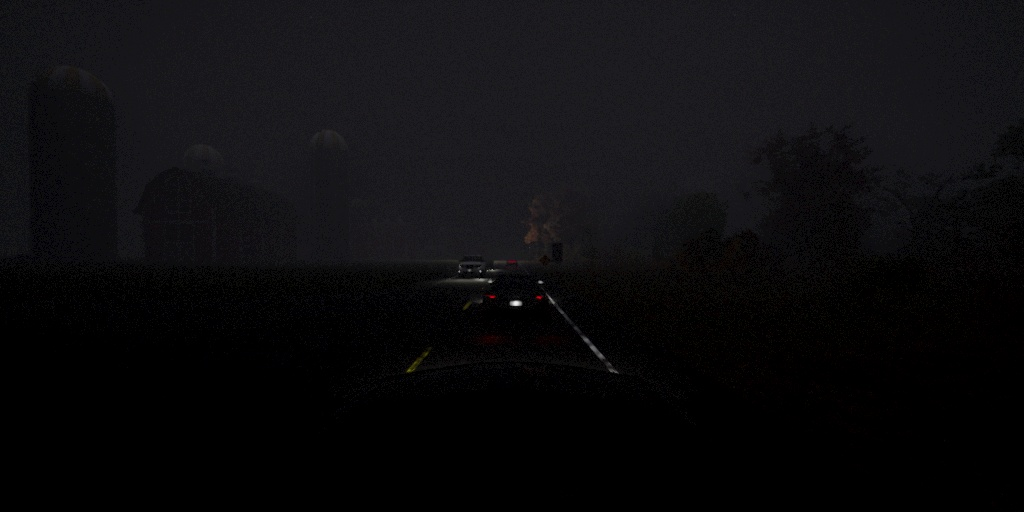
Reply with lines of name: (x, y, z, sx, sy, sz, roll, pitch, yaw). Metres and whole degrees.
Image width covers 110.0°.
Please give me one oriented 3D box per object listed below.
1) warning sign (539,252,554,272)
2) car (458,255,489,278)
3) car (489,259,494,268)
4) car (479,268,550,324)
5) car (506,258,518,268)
warning sign: (3.554, 0.762, 38.679, 1.300, 1.860, 1.060, 0, 0, 0)
car: (-3.592, 0.888, 33.061, 2.150, 2.045, 5.566, 0, 0, 0)
car: (-3.557, 1.089, 50.937, 1.882, 1.535, 5.008, 0, 0, 0)
car: (0.111, 1.274, 11.856, 1.994, 1.385, 4.181, 1, 0, 0)
car: (0.007, 1.081, 58.100, 2.128, 1.511, 4.902, 0, 0, 0)
